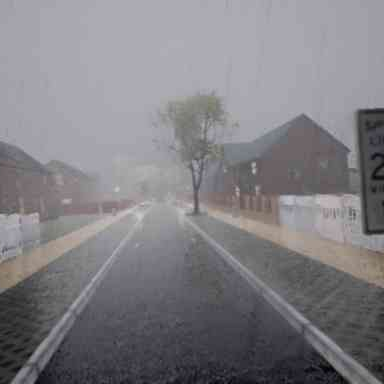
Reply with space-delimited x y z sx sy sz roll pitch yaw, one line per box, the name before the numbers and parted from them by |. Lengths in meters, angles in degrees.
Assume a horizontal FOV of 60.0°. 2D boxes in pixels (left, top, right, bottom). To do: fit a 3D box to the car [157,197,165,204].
car | -7.916 2.026 83.585 1.882 1.535 5.008 -4 0 -6
